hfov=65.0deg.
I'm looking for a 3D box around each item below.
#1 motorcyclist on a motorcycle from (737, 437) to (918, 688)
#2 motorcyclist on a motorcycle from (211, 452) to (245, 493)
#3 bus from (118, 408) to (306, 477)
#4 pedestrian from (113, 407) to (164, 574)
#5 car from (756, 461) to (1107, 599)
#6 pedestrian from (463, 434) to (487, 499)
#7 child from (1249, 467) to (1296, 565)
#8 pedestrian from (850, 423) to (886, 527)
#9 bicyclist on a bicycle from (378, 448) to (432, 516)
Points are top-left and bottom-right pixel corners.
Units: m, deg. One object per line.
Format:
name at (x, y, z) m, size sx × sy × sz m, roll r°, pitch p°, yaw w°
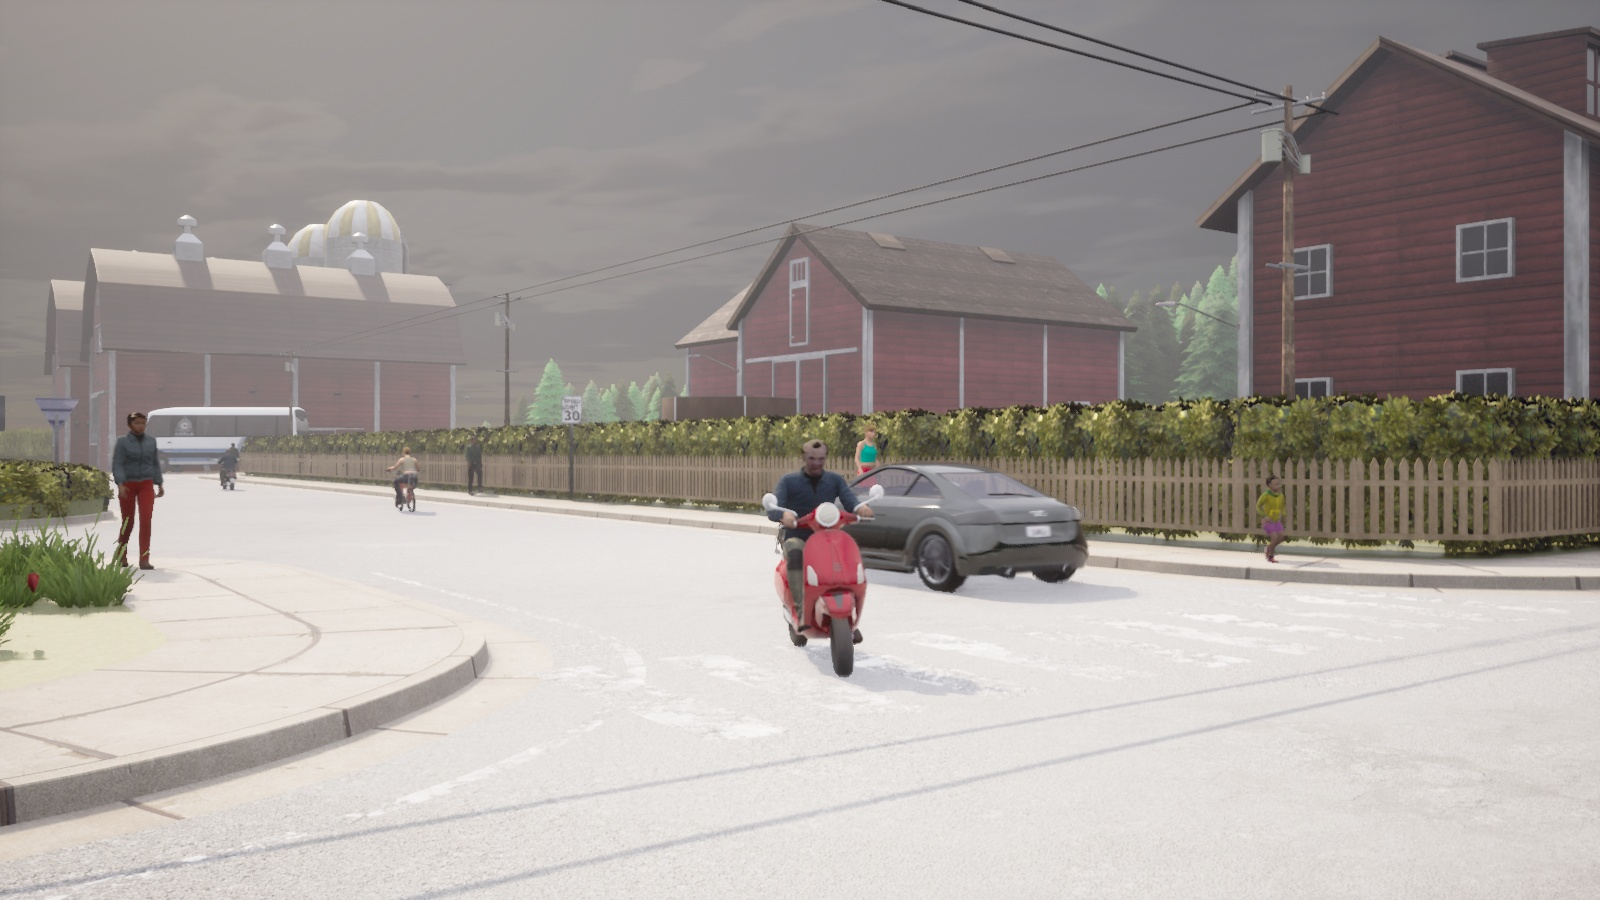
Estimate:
motorcyclist on a motorcycle at (0.143, 0.717, 9.029) m, size 0.866 × 1.590 × 1.817 m, roll -1°, pitch 0°, yaw -12°
motorcyclist on a motorcycle at (-22.172, 0.858, 48.677) m, size 0.866 × 1.590 × 1.817 m, roll 0°, pitch 0°, yaw -35°
bus at (-37.818, -0.456, 81.228) m, size 10.273 × 4.253 × 3.944 m, roll 0°, pitch -2°, yaw -5°
pedestrian at (-7.516, 0.450, 14.260) m, size 0.353 × 1.847 × 0.614 m, roll 0°, pitch 0°, yaw -43°
car at (1.425, 0.836, 15.153) m, size 1.994 × 1.385 × 4.181 m, roll 0°, pitch 0°, yaw -34°
pedestrian at (-9.825, 0.505, 37.975) m, size 0.423 × 1.949 × 0.788 m, roll 0°, pitch 0°, yaw -38°
child at (5.767, 0.796, 15.335) m, size 0.299 × 1.160 × 0.473 m, roll 0°, pitch 0°, yaw -22°
pedestrian at (1.208, 0.443, 22.407) m, size 0.345 × 1.836 × 0.594 m, roll 0°, pitch 0°, yaw -37°
bicyclist on a bicycle at (-9.760, 0.771, 31.025) m, size 0.866 × 1.612 × 1.509 m, roll 0°, pitch 0°, yaw -35°
